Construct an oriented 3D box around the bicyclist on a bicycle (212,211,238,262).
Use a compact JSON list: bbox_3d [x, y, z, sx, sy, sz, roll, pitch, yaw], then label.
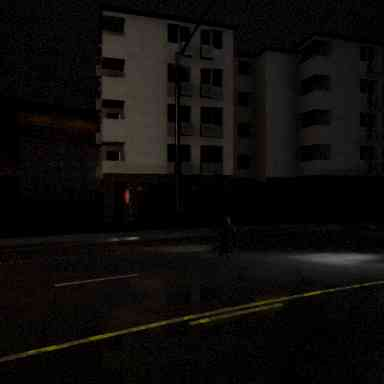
[{"bbox_3d":[1.066,1.455,11.037,0.582,1.620,1.656,0,-2,-25],"label":"bicyclist on a bicycle"}]
